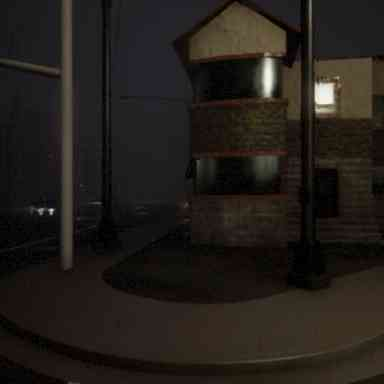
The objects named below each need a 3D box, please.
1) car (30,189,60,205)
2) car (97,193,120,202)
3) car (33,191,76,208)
[{"bbox_3d":[-18.059,0.614,42.307,2.150,2.045,5.566,0,0,9],"label":"car"},{"bbox_3d":[-12.942,0.879,51.894,2.033,1.411,5.357,0,0,9],"label":"car"},{"bbox_3d":[-15.223,0.983,37.944,2.033,1.411,5.357,0,1,9],"label":"car"}]
